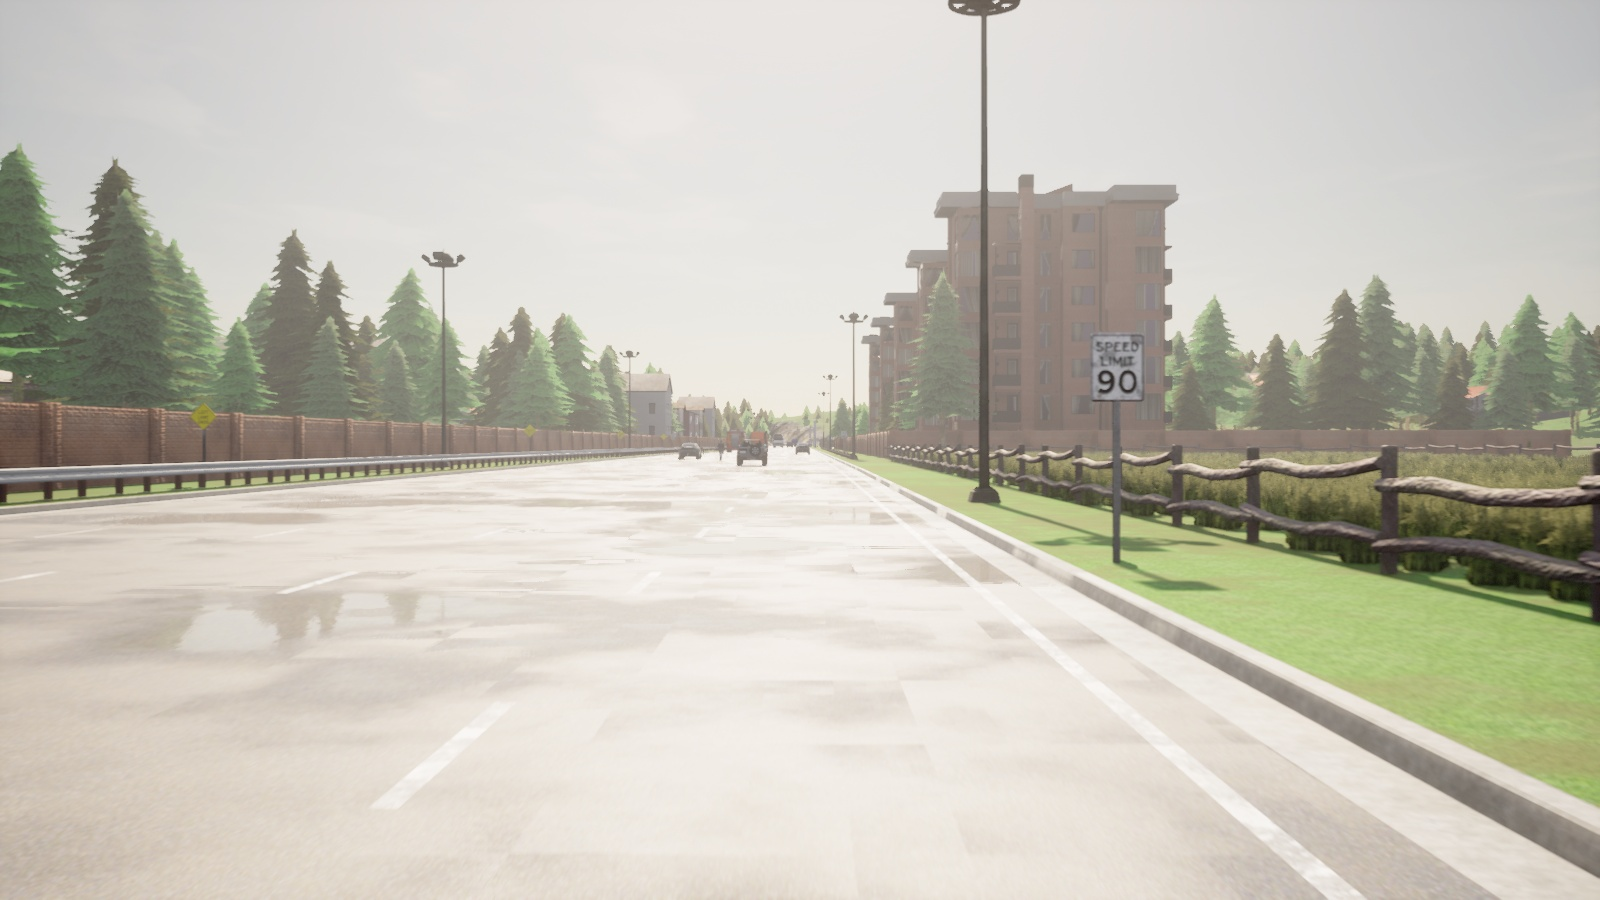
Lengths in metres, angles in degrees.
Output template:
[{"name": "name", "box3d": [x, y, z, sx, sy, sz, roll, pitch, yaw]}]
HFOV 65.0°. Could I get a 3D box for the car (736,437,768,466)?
[{"name": "car", "box3d": [-3.131, 0.091, 82.931, 1.932, 1.855, 4.605, 0, 0, 0]}]
